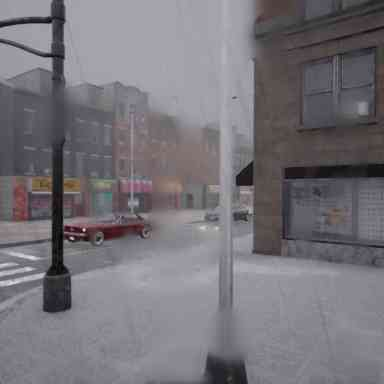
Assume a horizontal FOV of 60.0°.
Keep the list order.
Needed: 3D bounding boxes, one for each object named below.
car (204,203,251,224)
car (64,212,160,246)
[{"bbox_3d":[2.761,1.573,24.831,1.837,1.490,4.892,0,0,36],"label":"car"},{"bbox_3d":[-3.739,1.633,15.695,1.895,1.301,4.718,0,0,35],"label":"car"}]
